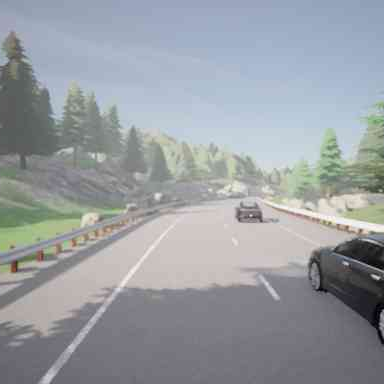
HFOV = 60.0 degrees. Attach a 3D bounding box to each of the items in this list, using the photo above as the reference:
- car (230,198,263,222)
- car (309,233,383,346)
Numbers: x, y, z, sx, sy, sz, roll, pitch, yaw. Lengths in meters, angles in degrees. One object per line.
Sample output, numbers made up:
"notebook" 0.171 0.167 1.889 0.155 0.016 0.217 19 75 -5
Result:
"car" 4.331 1.474 26.016 2.128 1.511 4.902 0 0 3
"car" 3.651 1.506 5.975 1.837 1.490 4.892 0 1 1
